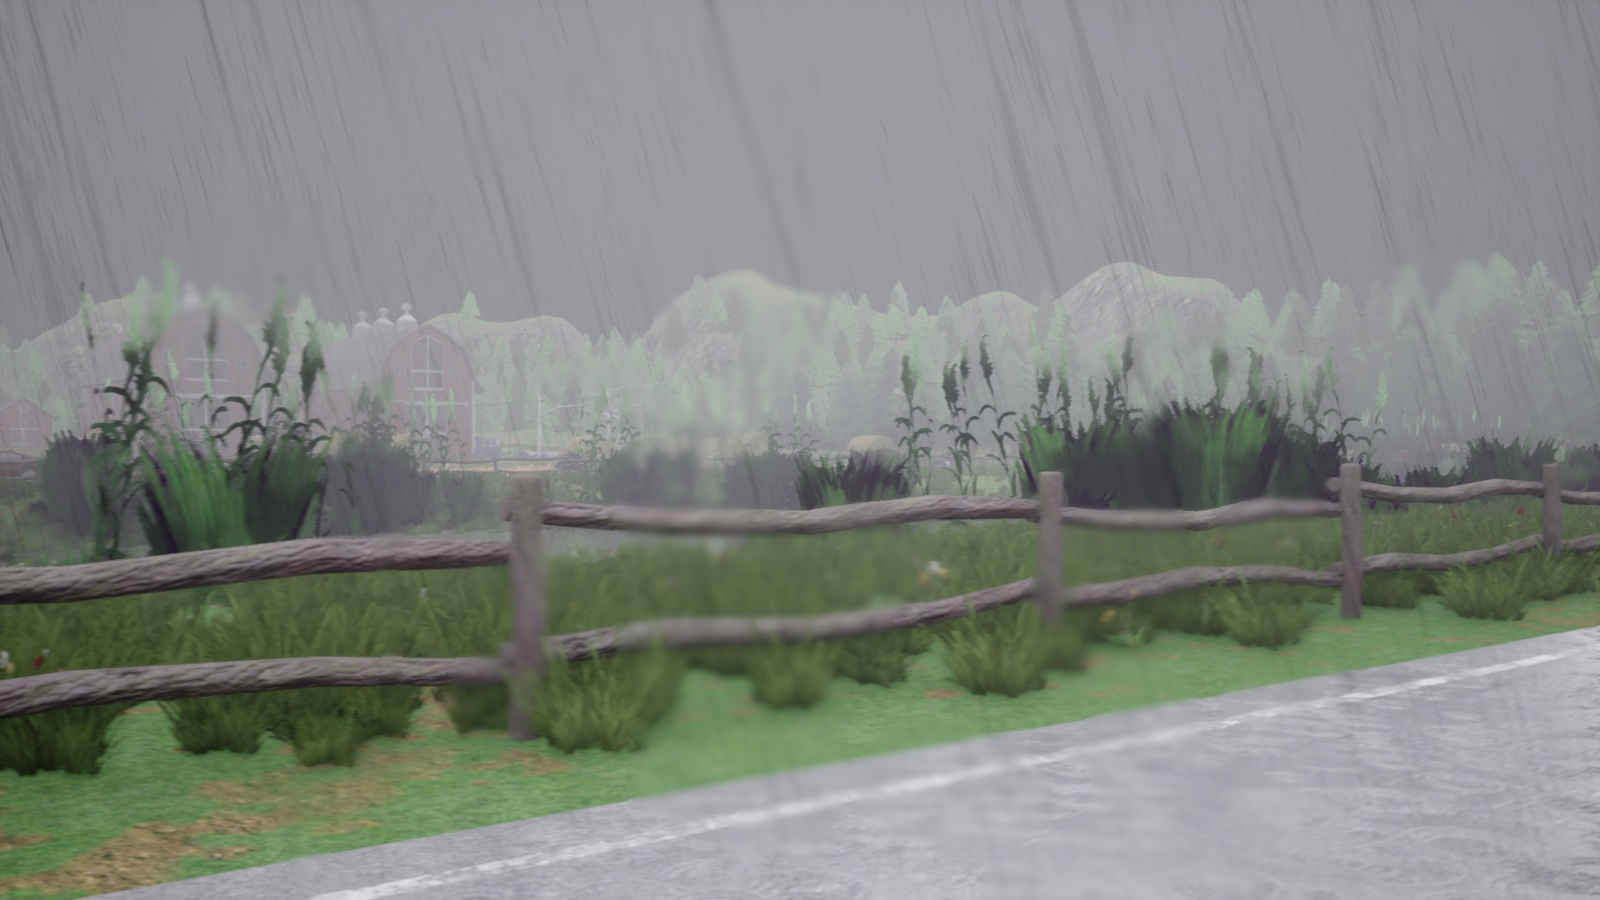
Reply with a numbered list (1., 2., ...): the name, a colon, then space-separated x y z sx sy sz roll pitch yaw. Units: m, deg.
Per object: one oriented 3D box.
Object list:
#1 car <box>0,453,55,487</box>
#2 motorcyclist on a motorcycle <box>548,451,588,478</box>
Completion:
1. car: -36.564 0.896 56.505 5.008 1.535 1.882 0 0 -38
2. motorcyclist on a motorcycle: -13.750 0.846 74.534 2.191 1.530 0.866 0 0 -38
